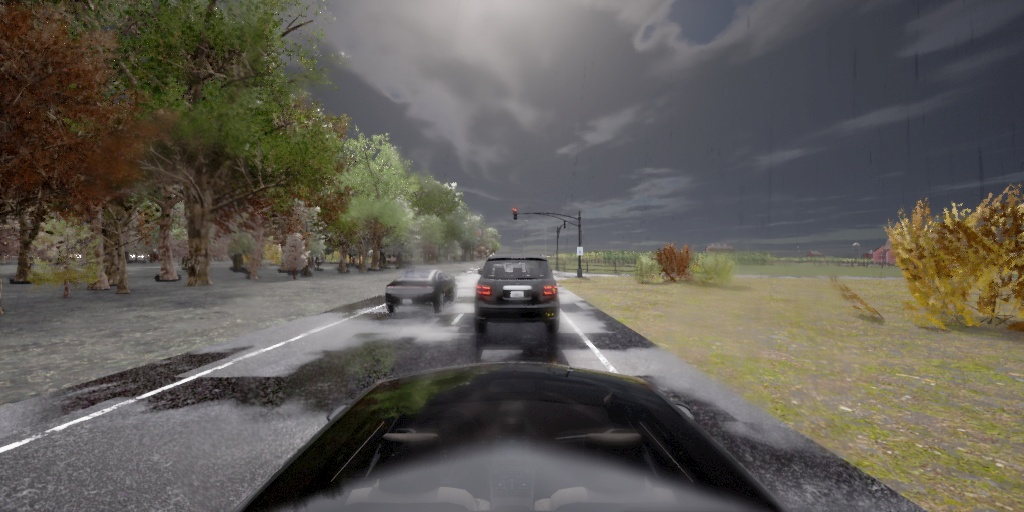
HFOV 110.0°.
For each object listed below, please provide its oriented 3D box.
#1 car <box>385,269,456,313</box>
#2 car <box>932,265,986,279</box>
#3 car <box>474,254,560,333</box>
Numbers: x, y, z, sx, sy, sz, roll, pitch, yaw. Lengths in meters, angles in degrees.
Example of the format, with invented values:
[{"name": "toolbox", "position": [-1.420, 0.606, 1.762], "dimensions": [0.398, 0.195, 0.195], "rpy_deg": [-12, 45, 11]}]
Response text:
[{"name": "car", "position": [-3.374, 1.244, 13.990], "dimensions": [2.128, 1.511, 4.902], "rpy_deg": [0, 0, 0]}, {"name": "car", "position": [48.592, 1.782, 39.188], "dimensions": [4.892, 1.490, 1.837], "rpy_deg": [1, -1, 0]}, {"name": "car", "position": [0.119, 0.974, 10.910], "dimensions": [2.150, 2.045, 5.566], "rpy_deg": [0, 0, 0]}]
